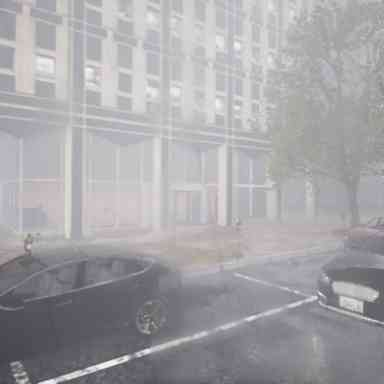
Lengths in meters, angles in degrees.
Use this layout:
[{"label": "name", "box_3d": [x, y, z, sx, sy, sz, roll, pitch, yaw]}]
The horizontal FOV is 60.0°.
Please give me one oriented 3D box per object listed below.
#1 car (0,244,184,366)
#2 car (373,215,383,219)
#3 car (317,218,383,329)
[{"label": "car", "box_3d": [-2.124, 1.560, 5.032, 4.313, 1.339, 1.947, 0, 1, -36]}, {"label": "car", "box_3d": [7.083, 1.480, 11.604, 4.507, 1.381, 1.887, 0, 1, -36]}, {"label": "car", "box_3d": [4.454, 1.453, 6.559, 4.902, 1.511, 2.128, 0, 0, -36]}]
